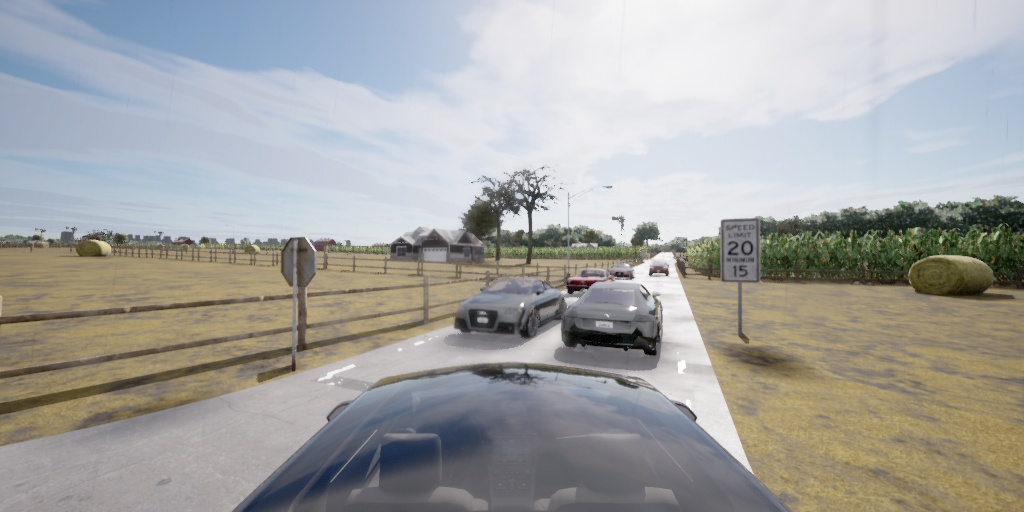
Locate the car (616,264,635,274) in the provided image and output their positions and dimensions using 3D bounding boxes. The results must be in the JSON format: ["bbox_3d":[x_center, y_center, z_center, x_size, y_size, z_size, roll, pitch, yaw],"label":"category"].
[{"bbox_3d":[9.984,1.371,32.459,1.994,1.385,4.181,0,0,24],"label":"car"}]

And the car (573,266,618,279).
[{"bbox_3d":[4.437,1.391,19.990,1.895,1.301,4.718,0,0,24],"label":"car"}]

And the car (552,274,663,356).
[{"bbox_3d":[2.631,1.325,8.886,1.994,1.385,4.181,0,0,24],"label":"car"}]

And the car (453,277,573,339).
[{"bbox_3d":[0.133,1.335,10.272,1.994,1.385,4.181,0,0,25],"label":"car"}]

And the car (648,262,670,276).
[{"bbox_3d":[15.517,1.335,37.851,1.812,1.442,4.674,0,0,24],"label":"car"}]
